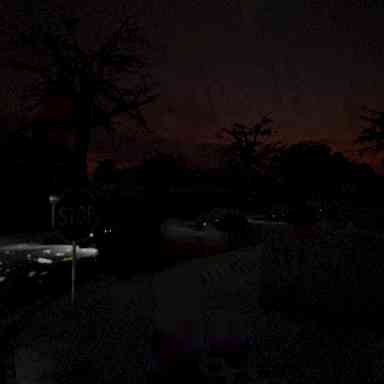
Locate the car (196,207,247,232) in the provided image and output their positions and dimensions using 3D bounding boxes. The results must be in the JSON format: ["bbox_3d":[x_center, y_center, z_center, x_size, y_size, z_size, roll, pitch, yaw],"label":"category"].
[{"bbox_3d":[2.166,1.780,22.685,1.812,1.442,4.674,1,0,36],"label":"car"}]

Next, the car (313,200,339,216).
[{"bbox_3d":[17.708,2.020,43.784,2.150,2.045,5.566,1,-1,36],"label":"car"}]

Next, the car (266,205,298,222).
[{"bbox_3d":[8.717,1.975,31.627,1.837,1.490,4.892,1,0,36],"label":"car"}]

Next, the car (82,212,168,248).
[{"bbox_3d":[-3.039,1.657,15.540,1.994,1.385,4.181,1,0,37],"label":"car"}]
